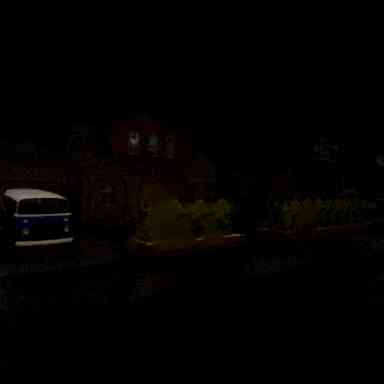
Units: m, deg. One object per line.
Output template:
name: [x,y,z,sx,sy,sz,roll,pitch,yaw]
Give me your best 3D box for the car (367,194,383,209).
car: [23.559,1.080,40.633,3.866,1.878,1.905,0,0,0]
